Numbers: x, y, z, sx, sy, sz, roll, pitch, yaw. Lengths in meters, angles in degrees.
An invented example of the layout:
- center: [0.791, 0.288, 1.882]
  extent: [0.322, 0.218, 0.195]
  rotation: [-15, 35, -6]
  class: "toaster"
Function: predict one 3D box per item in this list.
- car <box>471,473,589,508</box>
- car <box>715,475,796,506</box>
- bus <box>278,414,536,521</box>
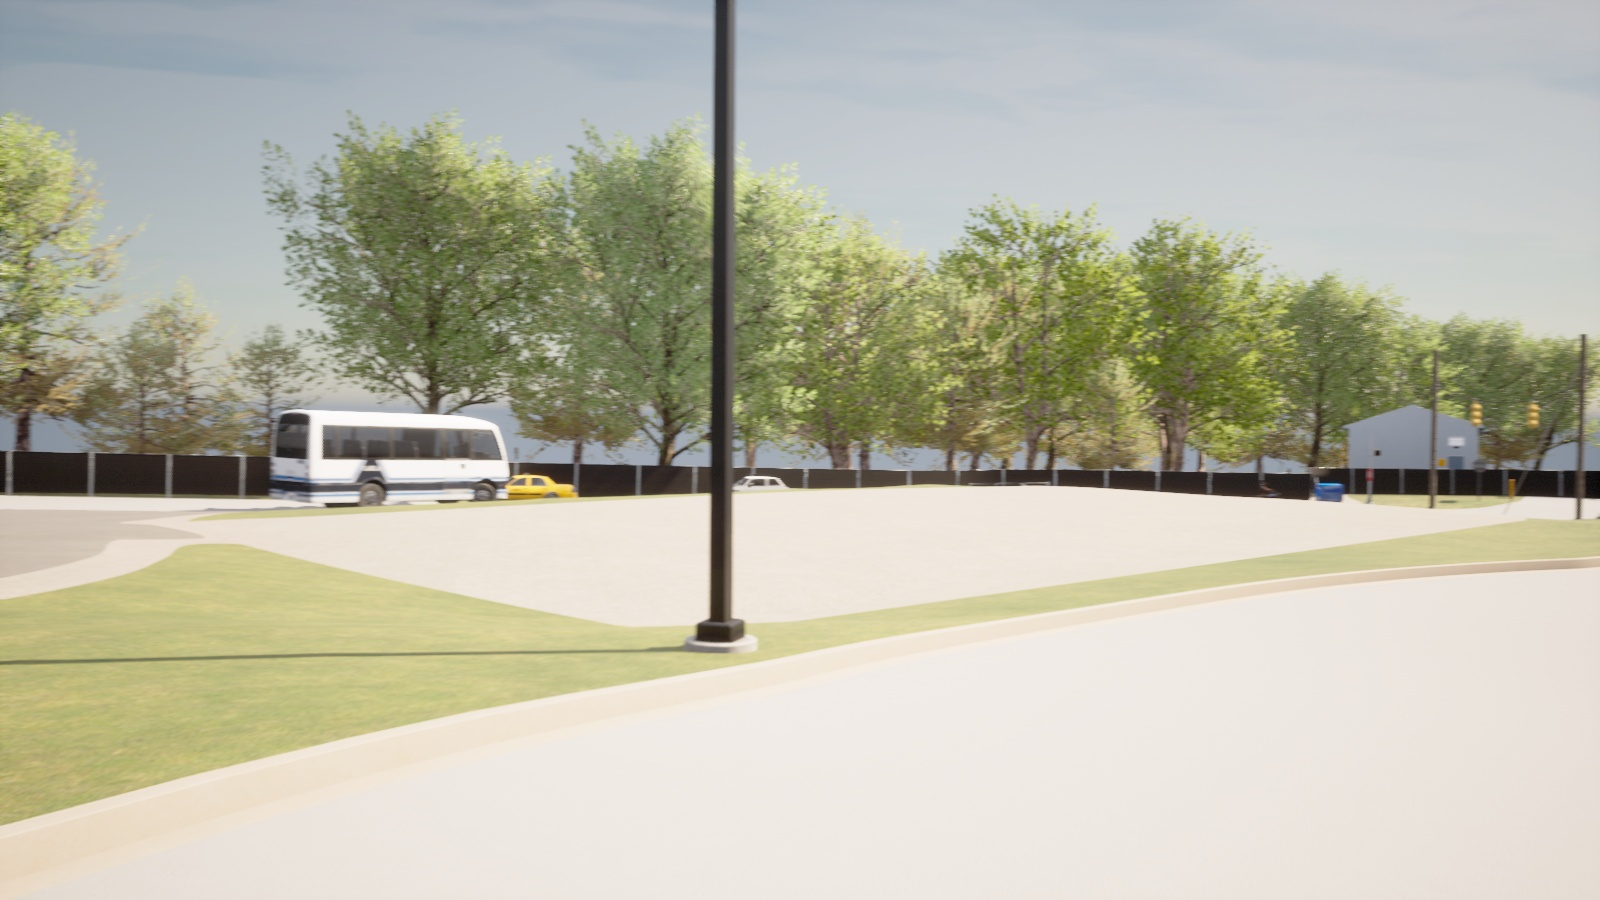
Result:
- center: [-13.218, 1.981, 61.517]
  extent: [5.366, 1.575, 1.801]
  rotation: [1, 1, -27]
  class: "car"
- center: [-2.335, 2.113, 65.797]
  extent: [3.806, 1.475, 1.970]
  rotation: [1, 2, -18]
  class: "car"
- center: [-17.056, 0.678, 55.334]
  extent: [3.944, 4.253, 10.273]
  rotation: [2, 1, 40]
  class: "bus"
